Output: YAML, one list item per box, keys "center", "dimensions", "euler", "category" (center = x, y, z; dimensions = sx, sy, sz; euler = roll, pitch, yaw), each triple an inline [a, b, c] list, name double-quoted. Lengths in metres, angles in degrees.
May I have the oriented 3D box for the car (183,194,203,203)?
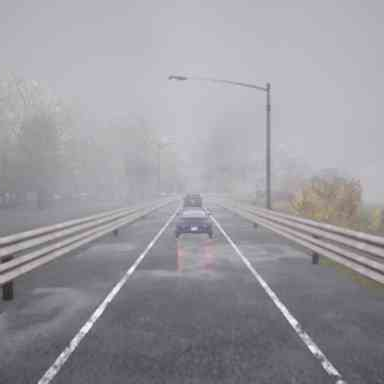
- center: [0.116, 1.220, 38.359]
  dimensions: [2.150, 2.045, 5.566]
  euler: [0, 0, 0]
  category: "car"

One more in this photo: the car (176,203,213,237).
- center: [0.106, 1.528, 17.767]
  dimensions: [1.812, 1.442, 4.674]
  euler: [0, 0, 0]
  category: "car"
